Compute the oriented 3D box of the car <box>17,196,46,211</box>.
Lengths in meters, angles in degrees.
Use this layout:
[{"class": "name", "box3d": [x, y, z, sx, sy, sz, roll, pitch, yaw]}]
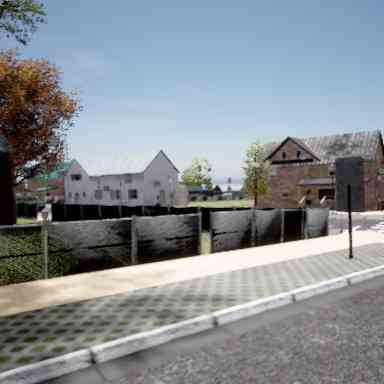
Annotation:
[{"class": "car", "box3d": [-21.881, 1.596, 44.523, 5.566, 2.045, 2.150, -1, 2, 38]}]
